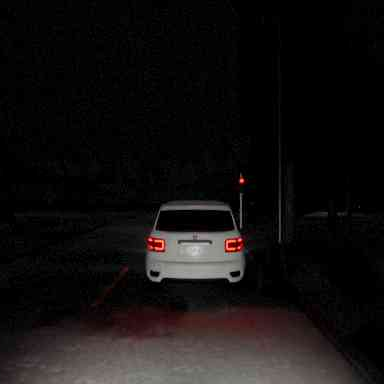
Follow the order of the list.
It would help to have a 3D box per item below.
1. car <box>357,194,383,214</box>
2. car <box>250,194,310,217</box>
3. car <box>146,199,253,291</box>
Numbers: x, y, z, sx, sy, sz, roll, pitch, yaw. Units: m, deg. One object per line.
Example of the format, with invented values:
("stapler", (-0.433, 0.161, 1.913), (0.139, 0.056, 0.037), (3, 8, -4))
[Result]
("car", (20.226, 1.221, 34.598), (5.566, 2.045, 2.150), (0, 0, 0))
("car", (7.871, 1.221, 30.516), (5.566, 2.045, 2.150), (0, 0, 1))
("car", (0.104, 1.221, 9.181), (2.150, 2.045, 5.566), (0, 0, 1))
